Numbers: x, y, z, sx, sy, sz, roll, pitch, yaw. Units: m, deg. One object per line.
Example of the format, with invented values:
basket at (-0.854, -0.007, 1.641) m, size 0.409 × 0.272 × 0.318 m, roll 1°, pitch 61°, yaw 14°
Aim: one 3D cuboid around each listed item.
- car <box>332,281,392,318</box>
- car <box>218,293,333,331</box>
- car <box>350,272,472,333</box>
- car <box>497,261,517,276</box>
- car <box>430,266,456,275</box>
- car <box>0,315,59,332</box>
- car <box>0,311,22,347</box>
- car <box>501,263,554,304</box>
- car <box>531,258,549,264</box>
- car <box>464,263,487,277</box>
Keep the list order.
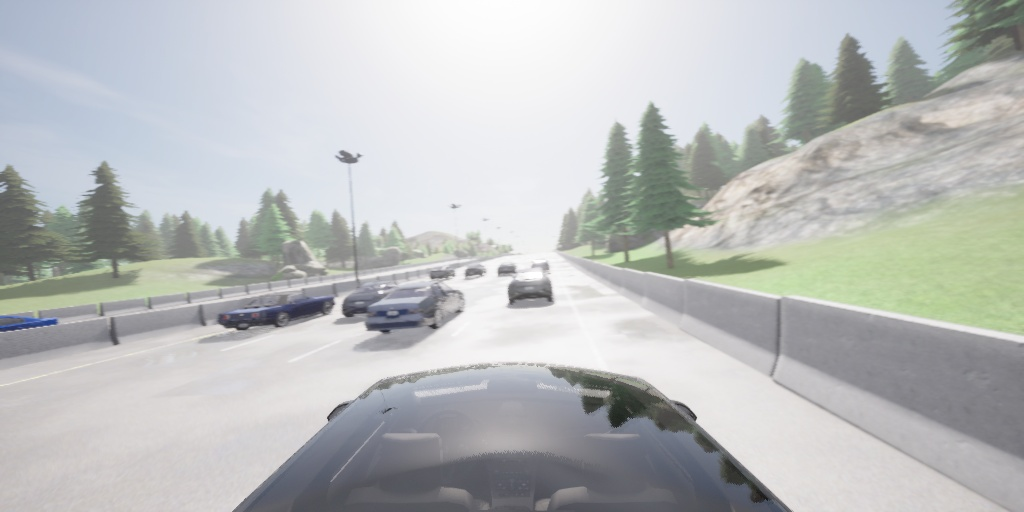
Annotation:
car at (-6.096, 1.888, 16.789) m, size 1.994 × 1.385 × 4.181 m, roll -5°, pitch 0°, yaw 6°
car at (-9.729, 2.247, 15.453) m, size 1.895 × 1.301 × 4.718 m, roll -5°, pitch 0°, yaw 6°
car at (-3.033, 1.600, 12.367) m, size 2.033 × 1.411 × 5.357 m, roll -5°, pitch 0°, yaw 6°
car at (-0.455, 1.265, 38.376) m, size 1.994 × 1.385 × 4.181 m, roll -5°, pitch 1°, yaw 6°
car at (-7.424, 1.812, 38.815) m, size 2.128 × 1.511 × 4.902 m, roll -5°, pitch 1°, yaw 6°
car at (-20.652, 3.085, 13.415) m, size 1.882 × 1.535 × 5.008 m, roll -5°, pitch 0°, yaw 6°
car at (-24.068, 3.402, 14.281) m, size 2.128 × 1.511 × 4.902 m, roll -5°, pitch 0°, yaw 6°
car at (0.903, 1.269, 16.695) m, size 1.994 × 1.385 × 4.181 m, roll -5°, pitch 0°, yaw 6°
car at (3.035, 0.954, 38.234) m, size 1.994 × 1.385 × 4.181 m, roll -5°, pitch 1°, yaw 6°
car at (-3.921, 1.532, 38.789) m, size 1.812 × 1.442 × 4.674 m, roll -5°, pitch 1°, yaw 6°
